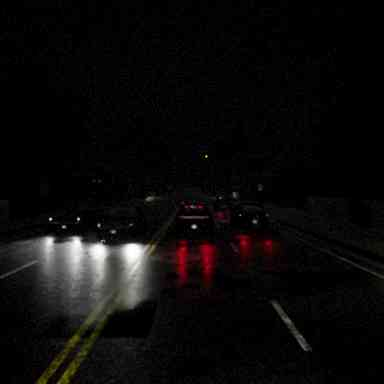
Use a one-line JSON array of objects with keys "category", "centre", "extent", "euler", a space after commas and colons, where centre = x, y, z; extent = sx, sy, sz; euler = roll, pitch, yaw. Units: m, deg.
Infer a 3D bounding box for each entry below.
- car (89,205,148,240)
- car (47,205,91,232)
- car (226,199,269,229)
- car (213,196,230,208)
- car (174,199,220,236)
[{"category": "car", "centre": [-3.282, 1.395, 16.306], "extent": [1.812, 1.442, 4.674], "euler": [0, 0, 1]}, {"category": "car", "centre": [-6.500, 1.448, 19.107], "extent": [1.895, 1.301, 4.718], "euler": [0, 0, 0]}, {"category": "car", "centre": [3.348, 1.366, 19.958], "extent": [1.812, 1.442, 4.674], "euler": [0, 1, 0]}, {"category": "car", "centre": [3.345, 1.196, 36.591], "extent": [2.128, 1.511, 4.902], "euler": [0, 0, 0]}, {"category": "car", "centre": [0.101, 1.350, 17.560], "extent": [2.128, 1.511, 4.902], "euler": [0, 0, 0]}]
